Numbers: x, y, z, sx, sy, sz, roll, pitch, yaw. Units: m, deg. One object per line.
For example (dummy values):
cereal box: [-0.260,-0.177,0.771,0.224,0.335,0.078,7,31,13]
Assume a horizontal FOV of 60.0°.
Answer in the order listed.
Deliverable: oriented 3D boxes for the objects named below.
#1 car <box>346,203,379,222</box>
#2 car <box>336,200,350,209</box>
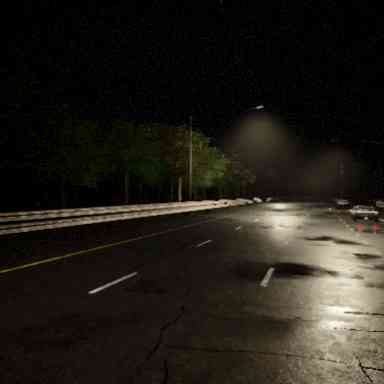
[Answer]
car: [15.380,1.918,29.944,1.895,1.301,4.718,1,0,20]
car: [24.682,2.039,54.192,2.128,1.511,4.902,0,-1,25]
